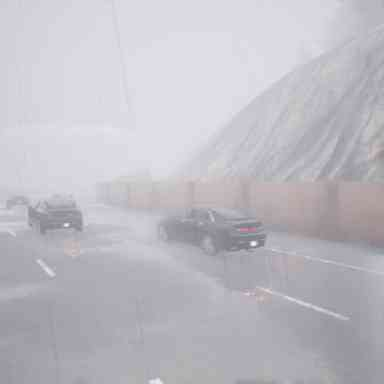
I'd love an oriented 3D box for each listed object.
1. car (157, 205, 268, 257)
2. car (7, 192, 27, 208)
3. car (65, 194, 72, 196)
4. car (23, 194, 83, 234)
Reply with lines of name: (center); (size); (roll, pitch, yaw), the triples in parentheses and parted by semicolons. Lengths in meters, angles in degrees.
car: (0.487, 1.225, 11.921); (1.837, 1.490, 4.892); (-1, 2, -34)
car: (-16.555, 0.697, 31.964); (1.812, 1.442, 4.674); (-1, 2, -26)
car: (-12.026, 0.822, 30.770); (1.895, 1.301, 4.718); (-1, 2, -30)
car: (-6.815, 1.087, 16.409); (1.837, 1.490, 4.892); (-1, 2, -34)
